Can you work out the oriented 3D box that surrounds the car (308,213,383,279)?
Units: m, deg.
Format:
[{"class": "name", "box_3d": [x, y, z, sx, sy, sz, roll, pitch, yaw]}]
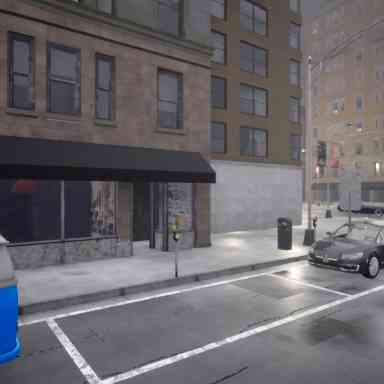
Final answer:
[{"class": "car", "box_3d": [5.274, 1.550, 9.965, 4.403, 1.369, 2.008, 0, 0, -36]}]

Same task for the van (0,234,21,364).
[{"class": "van", "box_3d": [-3.937, 1.341, 3.379, 3.998, 1.788, 1.690, 0, 0, -36]}]

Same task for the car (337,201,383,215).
[{"class": "car", "box_3d": [16.219, 1.529, 31.040, 1.895, 1.301, 4.718, 0, 0, -36]}]
